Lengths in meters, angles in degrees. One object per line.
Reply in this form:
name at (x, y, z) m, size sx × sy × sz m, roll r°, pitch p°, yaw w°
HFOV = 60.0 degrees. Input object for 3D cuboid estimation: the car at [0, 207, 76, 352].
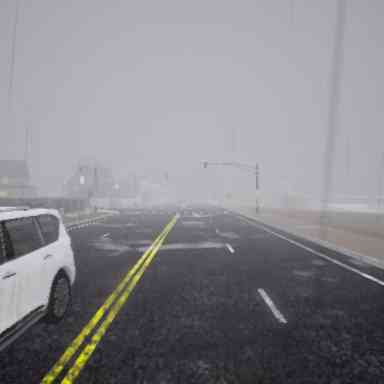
car at (-3.350, 1.266, 4.334) m, size 2.150 × 2.045 × 5.566 m, roll 0°, pitch -1°, yaw 0°

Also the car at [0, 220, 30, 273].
car at (-6.600, 1.637, 8.758) m, size 2.033 × 1.411 × 5.357 m, roll 0°, pitch -1°, yaw 0°

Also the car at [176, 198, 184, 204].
car at (-3.248, 2.491, 90.496) m, size 1.882 × 1.535 × 5.008 m, roll 0°, pitch -1°, yaw 0°
